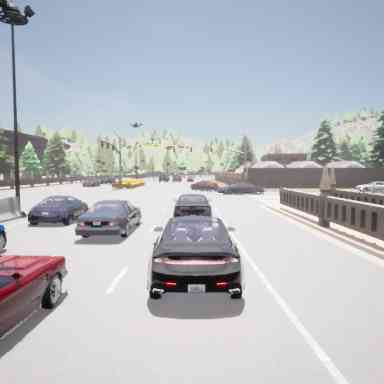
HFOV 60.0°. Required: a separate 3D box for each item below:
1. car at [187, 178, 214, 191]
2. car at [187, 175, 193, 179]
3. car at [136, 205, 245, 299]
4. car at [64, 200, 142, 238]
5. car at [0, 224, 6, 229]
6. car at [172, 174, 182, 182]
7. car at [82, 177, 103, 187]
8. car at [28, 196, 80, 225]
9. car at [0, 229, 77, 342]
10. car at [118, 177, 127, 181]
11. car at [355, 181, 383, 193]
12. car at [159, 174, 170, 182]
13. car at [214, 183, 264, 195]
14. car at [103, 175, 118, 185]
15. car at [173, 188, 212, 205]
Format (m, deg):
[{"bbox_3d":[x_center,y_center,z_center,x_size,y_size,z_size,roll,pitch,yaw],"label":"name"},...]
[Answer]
[{"bbox_3d":[1.650,-0.858,46.222,1.812,1.442,4.674,-5,6,-43],"label":"car"},{"bbox_3d":[-0.444,-3.270,87.461,1.895,1.301,4.718,0,3,0],"label":"car"},{"bbox_3d":[0.067,1.327,8.043,2.128,1.511,4.902,0,2,0],"label":"car"},{"bbox_3d":[-3.466,1.049,14.626,2.033,1.411,5.357,0,3,0],"label":"car"},{"bbox_3d":[-6.937,1.282,8.822,1.882,1.535,5.008,0,2,0],"label":"car"},{"bbox_3d":[-3.942,-3.618,87.004,2.150,2.045,5.566,0,3,0],"label":"car"},{"bbox_3d":[-17.859,-1.796,58.963,2.097,1.767,4.553,0,3,0],"label":"car"},{"bbox_3d":[-6.981,0.878,17.804,1.994,1.385,4.181,0,3,0],"label":"car"},{"bbox_3d":[-3.419,1.539,4.612,1.895,1.301,4.718,0,1,0],"label":"car"},{"bbox_3d":[-17.935,-3.221,85.607,1.812,1.442,4.674,0,3,0],"label":"car"},{"bbox_3d":[23.152,-0.604,41.967,4.674,1.442,1.812,0,3,2],"label":"car"},{"bbox_3d":[-7.442,-3.617,86.986,2.150,2.045,5.566,0,3,0],"label":"car"},{"bbox_3d":[5.606,-0.380,38.605,5.357,1.411,2.033,0,3,-5],"label":"car"},{"bbox_3d":[-17.856,-2.618,70.559,2.150,2.045,5.566,0,3,0],"label":"car"},{"bbox_3d":[0.024,0.814,17.465,1.882,1.535,5.008,0,3,-1],"label":"car"}]
